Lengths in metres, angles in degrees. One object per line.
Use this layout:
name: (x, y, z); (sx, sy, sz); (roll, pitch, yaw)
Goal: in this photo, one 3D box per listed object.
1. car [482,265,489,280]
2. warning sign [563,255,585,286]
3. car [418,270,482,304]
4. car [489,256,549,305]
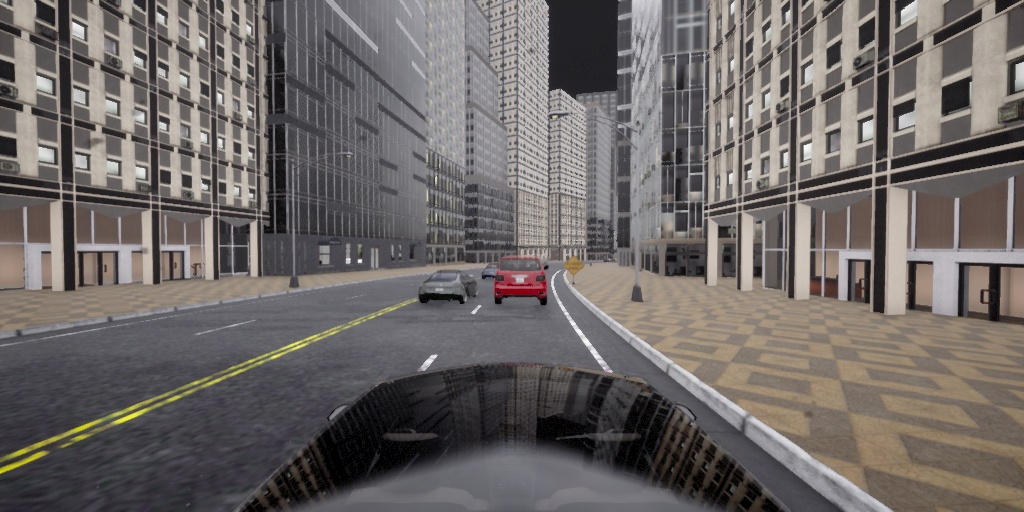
car: (-1.361, 1.314, 31.199); (1.994, 1.385, 4.181); (0, 0, 7)
warning sign: (3.777, 0.866, 22.053); (1.300, 1.860, 1.060); (0, 0, 5)
car: (-2.777, 1.316, 16.369); (1.994, 1.385, 4.181); (0, 0, 4)
car: (0.469, 1.005, 16.191); (2.150, 2.045, 5.566); (0, 0, 4)
